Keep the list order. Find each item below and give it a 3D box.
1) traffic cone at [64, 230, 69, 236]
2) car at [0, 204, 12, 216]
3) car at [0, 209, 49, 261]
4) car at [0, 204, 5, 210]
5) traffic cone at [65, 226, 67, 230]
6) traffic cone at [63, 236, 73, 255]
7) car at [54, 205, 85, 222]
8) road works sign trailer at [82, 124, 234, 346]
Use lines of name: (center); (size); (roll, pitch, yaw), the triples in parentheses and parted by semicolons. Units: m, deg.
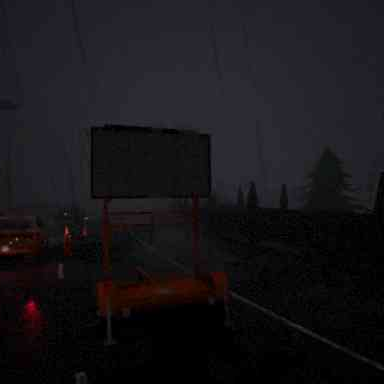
traffic cone: (-5.457, 2.101, 14.523); (0.340, 0.580, 0.340); (0, 0, -21)
car: (-22.432, 2.024, 37.648); (1.895, 1.301, 4.718); (0, 0, -4)
car: (-6.525, 1.613, 12.483); (1.882, 1.535, 5.008); (0, 0, -20)
car: (-12.629, 1.739, 20.724); (1.837, 1.490, 4.892); (0, 0, -14)
traffic cone: (-6.182, 2.120, 16.387); (0.340, 0.580, 0.340); (0, 0, -21)
traffic cone: (-4.732, 2.082, 12.659); (0.340, 0.580, 0.340); (0, 0, -21)
car: (-10.816, 1.859, 29.660); (1.994, 1.385, 4.181); (0, 0, -9)
road works sign trailer: (-0.816, 0.522, 6.686); (2.380, 3.560, 2.880); (0, 0, -21)
